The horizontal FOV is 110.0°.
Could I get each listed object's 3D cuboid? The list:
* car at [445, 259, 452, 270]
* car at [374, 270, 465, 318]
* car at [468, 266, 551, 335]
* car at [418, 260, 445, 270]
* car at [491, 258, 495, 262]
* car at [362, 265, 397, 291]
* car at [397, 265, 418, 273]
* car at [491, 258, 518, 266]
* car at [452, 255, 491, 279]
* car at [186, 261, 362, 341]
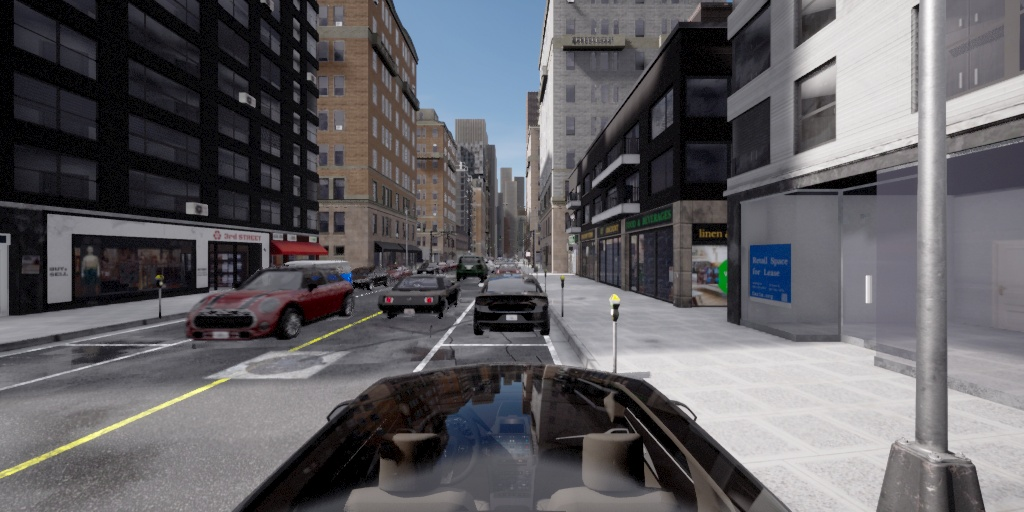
[{"bbox_3d":[-8.814,1.341,43.834,1.802,1.307,4.207,0,0,0],"label":"car"},{"bbox_3d":[-3.044,1.351,12.887,1.895,1.301,4.718,0,0,0],"label":"car"},{"bbox_3d":[-0.006,1.228,10.500,1.882,1.535,5.008,0,0,0],"label":"car"},{"bbox_3d":[-8.813,1.323,38.333,1.948,1.339,4.313,0,0,0],"label":"car"},{"bbox_3d":[-3.046,1.285,44.138,1.812,1.442,4.674,0,0,0],"label":"car"},{"bbox_3d":[-8.813,1.318,21.829,1.948,1.339,4.313,0,0,0],"label":"car"},{"bbox_3d":[-8.813,1.335,27.331,1.802,1.307,4.207,0,0,0],"label":"car"},{"bbox_3d":[-0.288,1.193,27.330,1.967,1.591,4.097,0,0,0],"label":"car"},{"bbox_3d":[-3.152,0.975,29.076,2.150,2.045,5.566,0,0,0],"label":"car"},{"bbox_3d":[-6.245,1.102,9.932,2.097,1.767,4.553,0,0,0],"label":"car"}]
